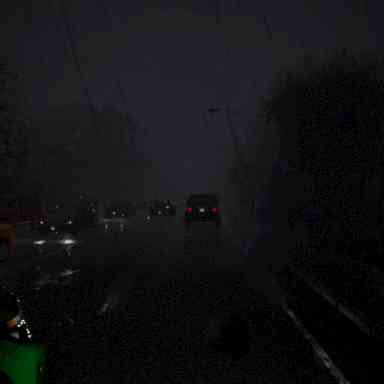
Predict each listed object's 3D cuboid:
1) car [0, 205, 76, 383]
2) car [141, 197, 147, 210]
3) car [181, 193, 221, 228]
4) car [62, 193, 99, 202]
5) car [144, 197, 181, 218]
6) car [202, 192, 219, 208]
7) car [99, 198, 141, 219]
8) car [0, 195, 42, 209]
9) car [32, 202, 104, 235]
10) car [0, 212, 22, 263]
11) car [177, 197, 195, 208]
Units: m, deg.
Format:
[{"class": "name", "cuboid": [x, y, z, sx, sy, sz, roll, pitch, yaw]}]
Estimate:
[{"class": "car", "cuboid": [-3.634, 1.215, 1.550, 2.150, 2.045, 5.566, 3, 1, 34]}, {"class": "car", "cuboid": [-5.304, 1.379, 38.812, 1.882, 1.535, 5.008, 0, 0, 5]}, {"class": "car", "cuboid": [0.733, 1.165, 22.142, 2.150, 2.045, 5.566, 0, 0, 3]}, {"class": "car", "cuboid": [-9.566, 1.149, 28.375, 2.150, 2.045, 5.566, 0, 0, 4]}, {"class": "car", "cuboid": [-2.395, 1.419, 28.743, 2.128, 1.511, 4.902, 0, 0, 3]}, {"class": "car", "cuboid": [2.730, 1.100, 48.278, 2.150, 2.045, 5.566, 0, 0, 6]}, {"class": "car", "cuboid": [-6.059, 1.492, 28.463, 1.994, 1.385, 4.181, 0, 0, 4]}, {"class": "car", "cuboid": [-10.147, 1.175, 18.028, 2.150, 2.045, 5.566, 0, 0, 3]}, {"class": "car", "cuboid": [-6.624, 1.479, 18.398, 1.812, 1.442, 4.674, 0, 0, 3]}, {"class": "car", "cuboid": [-6.933, 1.454, 9.085, 1.882, 1.535, 5.008, 0, 0, 1]}, {"class": "car", "cuboid": [-0.798, 1.426, 48.233, 2.033, 1.411, 5.357, 0, 0, 6]}]
